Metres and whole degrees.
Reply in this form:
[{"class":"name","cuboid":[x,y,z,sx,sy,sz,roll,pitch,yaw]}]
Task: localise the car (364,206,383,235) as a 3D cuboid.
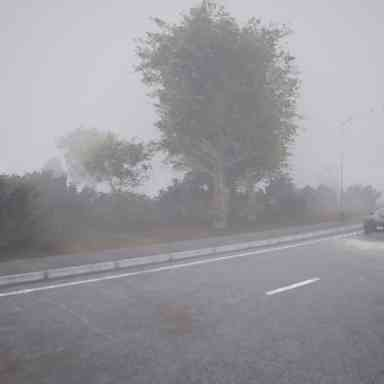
[{"class":"car","cuboid":[10.964,1.488,17.988,5.008,1.535,1.882,0,0,-44]}]
